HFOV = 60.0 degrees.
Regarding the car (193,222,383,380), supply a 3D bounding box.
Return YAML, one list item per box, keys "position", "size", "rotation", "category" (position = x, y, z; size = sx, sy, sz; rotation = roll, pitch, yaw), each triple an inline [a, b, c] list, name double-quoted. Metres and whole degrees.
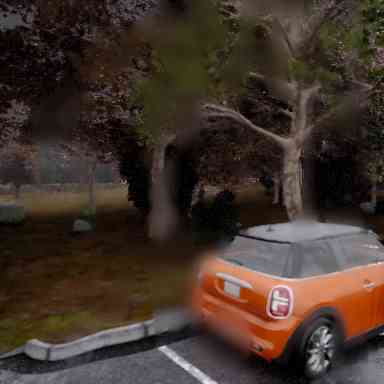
- position: [2.324, 1.307, 5.685]
  size: [4.553, 1.767, 2.185]
  rotation: [-1, 2, -33]
  category: "car"
